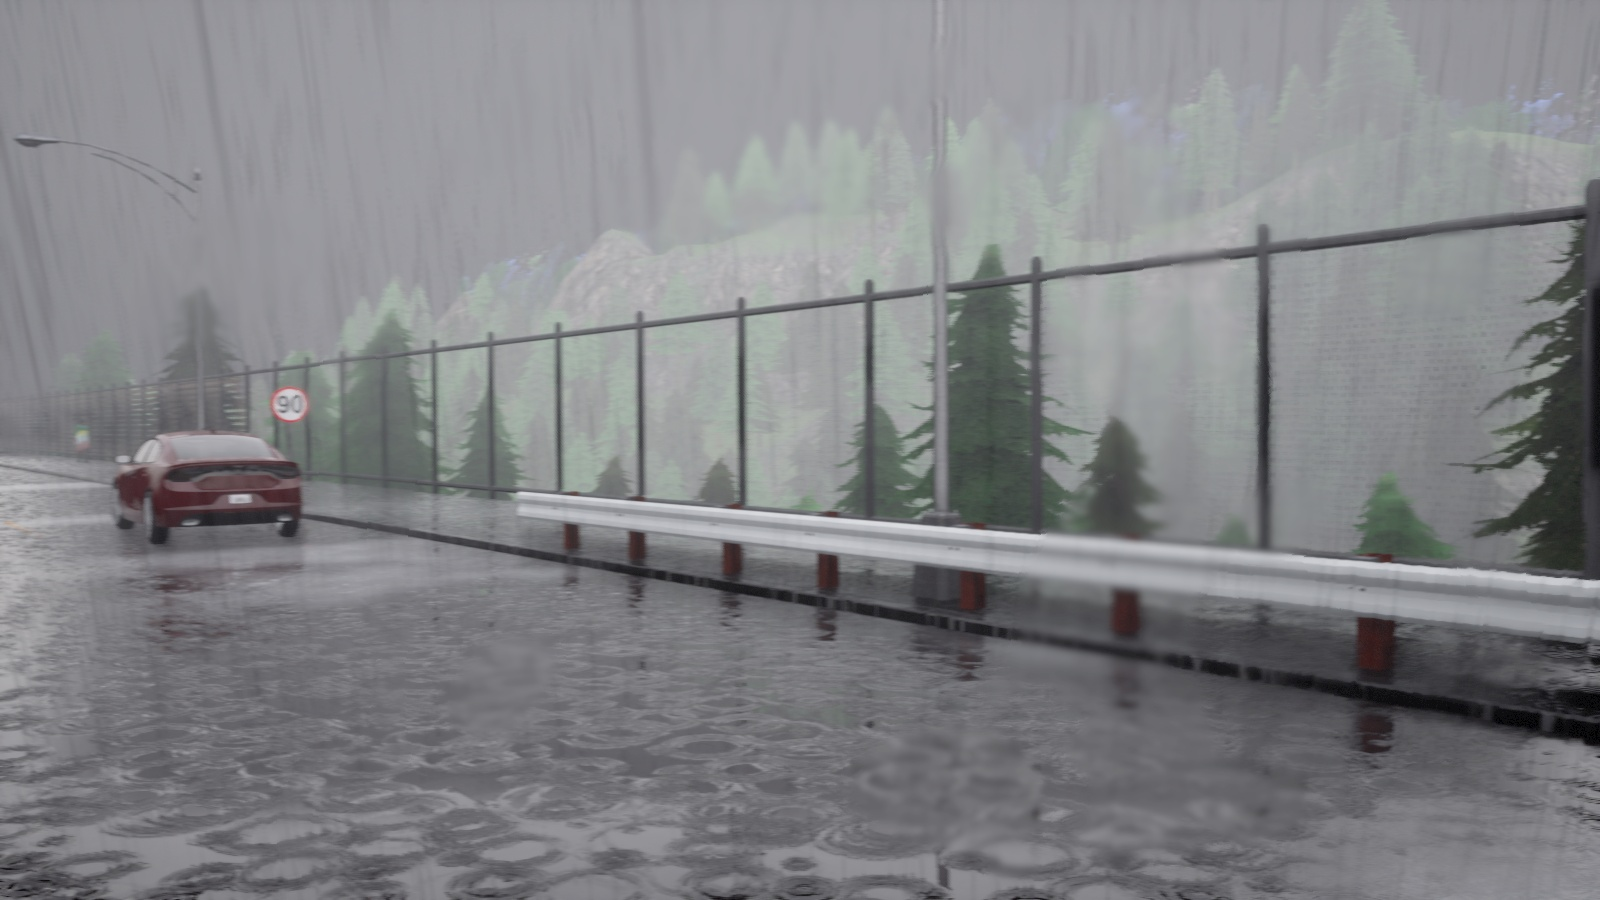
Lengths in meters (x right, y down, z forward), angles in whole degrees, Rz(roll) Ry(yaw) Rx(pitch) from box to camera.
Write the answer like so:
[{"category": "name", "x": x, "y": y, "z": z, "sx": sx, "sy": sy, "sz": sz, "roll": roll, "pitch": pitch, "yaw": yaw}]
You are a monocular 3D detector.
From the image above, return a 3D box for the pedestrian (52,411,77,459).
[{"category": "pedestrian", "x": -30.103, "y": -0.621, "z": 51.370, "sx": 0.659, "sy": 1.952, "sz": 0.873, "roll": -1, "pitch": 2, "yaw": -45}]

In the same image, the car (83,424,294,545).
[{"category": "car", "x": -9.127, "y": 0.388, "z": 18.489, "sx": 1.882, "sy": 1.535, "sz": 5.008, "roll": -1, "pitch": 1, "yaw": -37}]
